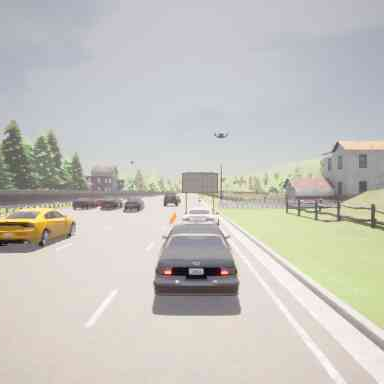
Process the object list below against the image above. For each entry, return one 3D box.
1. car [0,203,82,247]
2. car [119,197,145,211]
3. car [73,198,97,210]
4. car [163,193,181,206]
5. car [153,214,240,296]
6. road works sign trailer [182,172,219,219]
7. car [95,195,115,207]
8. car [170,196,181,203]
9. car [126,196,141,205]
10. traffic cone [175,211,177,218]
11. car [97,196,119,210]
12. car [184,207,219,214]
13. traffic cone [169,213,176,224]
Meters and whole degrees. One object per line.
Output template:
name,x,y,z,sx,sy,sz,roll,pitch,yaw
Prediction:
car,-6.883,1.478,15.009,1.882,1.535,5.008,0,0,0
car,-6.853,1.493,39.842,2.128,1.511,4.902,0,0,0
car,-13.849,1.478,43.106,1.882,1.535,5.008,0,0,0
car,-3.337,1.221,53.331,2.150,2.045,5.566,0,0,0
car,0.108,1.547,8.795,2.033,1.411,5.357,0,0,1
road works sign trailer,0.511,0.464,22.059,2.380,3.560,2.880,0,0,-4
car,-13.839,1.352,53.104,2.097,1.767,4.553,0,0,0
car,-3.319,1.564,68.547,1.994,1.385,4.181,0,0,0
car,-10.335,1.526,58.848,1.812,1.442,4.674,0,0,-1
traffic cone,-1.458,1.955,25.151,0.340,0.580,0.340,0,0,0
car,-10.349,1.477,43.226,1.882,1.535,5.008,0,0,0
car,0.514,1.538,18.444,1.812,1.442,4.674,0,-1,6
traffic cone,-1.460,1.955,23.151,0.340,0.580,0.340,0,0,0
